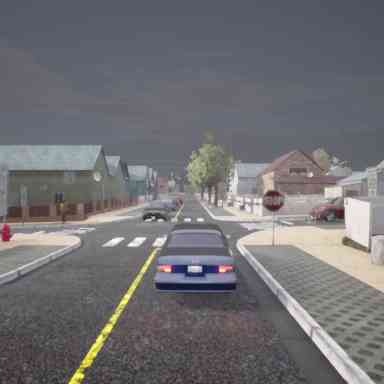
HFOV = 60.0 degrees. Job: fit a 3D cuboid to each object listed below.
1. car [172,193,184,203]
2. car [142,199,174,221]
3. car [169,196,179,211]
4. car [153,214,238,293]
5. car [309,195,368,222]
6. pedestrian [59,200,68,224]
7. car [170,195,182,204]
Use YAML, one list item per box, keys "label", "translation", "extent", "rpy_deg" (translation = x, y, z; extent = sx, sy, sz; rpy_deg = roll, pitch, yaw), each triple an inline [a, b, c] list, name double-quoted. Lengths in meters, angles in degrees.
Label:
- label: "car"
  translation: [-2.859, 1.207, 64.193]
  extent: [2.150, 2.045, 5.566]
  rpy_deg: [0, 1, 6]
- label: "car"
  translation: [-2.901, 1.554, 27.433]
  extent: [2.033, 1.411, 5.357]
  rpy_deg: [0, 0, 0]
- label: "car"
  translation: [-2.888, 1.526, 39.087]
  extent: [1.812, 1.442, 4.674]
  rpy_deg: [0, 0, 0]
- label: "car"
  translation: [0.118, 1.550, 8.992]
  extent: [2.033, 1.411, 5.357]
  rpy_deg: [0, 0, 1]
- label: "car"
  translation: [10.326, 1.066, 22.487]
  extent: [4.553, 1.767, 2.097]
  rpy_deg: [-2, -1, -1]
- label: "pedestrian"
  translation: [-9.738, 1.461, 25.242]
  extent: [0.375, 1.860, 0.375]
  rpy_deg: [0, 0, 0]
- label: "car"
  translation: [-2.923, 1.598, 51.243]
  extent: [1.895, 1.301, 4.718]
  rpy_deg: [0, 0, 0]
